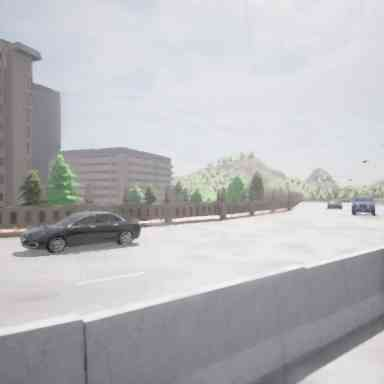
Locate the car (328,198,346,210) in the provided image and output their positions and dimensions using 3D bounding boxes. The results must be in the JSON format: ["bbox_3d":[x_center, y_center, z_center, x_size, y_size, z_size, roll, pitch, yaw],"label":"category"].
[{"bbox_3d":[21.017,1.903,48.864,1.994,1.385,4.181,-1,-1,22],"label":"car"}]

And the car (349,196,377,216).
[{"bbox_3d":[18.474,1.445,35.630,2.150,2.045,5.566,0,-1,30],"label":"car"}]

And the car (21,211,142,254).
[{"bbox_3d":[-4.470,1.587,14.042,4.892,1.490,1.837,0,0,-40],"label":"car"}]

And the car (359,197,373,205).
[{"bbox_3d":[35.729,1.863,68.445,1.837,1.490,4.892,0,-1,20],"label":"car"}]

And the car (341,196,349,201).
[{"bbox_3d":[34.087,1.715,74.212,1.837,1.490,4.892,0,-1,20],"label":"car"}]
